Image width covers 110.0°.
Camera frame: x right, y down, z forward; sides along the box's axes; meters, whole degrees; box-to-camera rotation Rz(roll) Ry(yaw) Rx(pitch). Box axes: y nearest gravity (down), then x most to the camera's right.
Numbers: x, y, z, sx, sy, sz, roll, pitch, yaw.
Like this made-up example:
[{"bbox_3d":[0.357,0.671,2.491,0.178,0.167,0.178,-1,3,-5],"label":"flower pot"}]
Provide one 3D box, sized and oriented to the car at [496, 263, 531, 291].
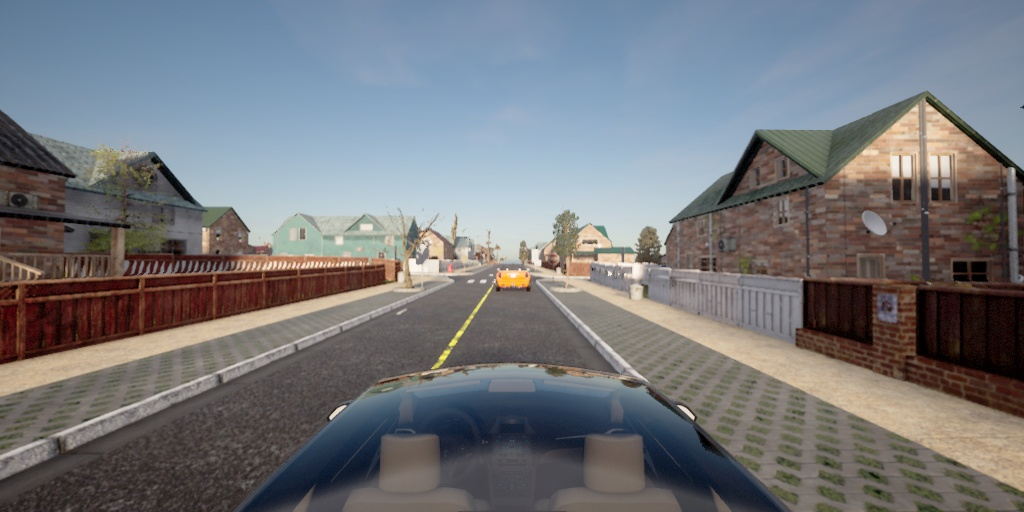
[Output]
[{"bbox_3d":[0.089,1.214,23.210,2.097,1.767,4.553,0,0,0],"label":"car"}]
